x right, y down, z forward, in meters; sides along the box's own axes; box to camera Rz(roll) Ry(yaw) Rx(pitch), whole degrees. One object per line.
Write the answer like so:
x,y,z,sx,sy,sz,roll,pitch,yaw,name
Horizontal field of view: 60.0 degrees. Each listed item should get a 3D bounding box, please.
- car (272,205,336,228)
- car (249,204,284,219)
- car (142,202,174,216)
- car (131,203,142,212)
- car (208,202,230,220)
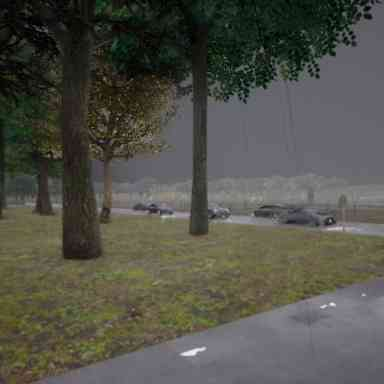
8.498,1.865,24.831,1.994,1.385,4.181,-1,0,-35,car
7.450,1.864,31.370,1.837,1.490,4.892,-1,0,-34,car
-4.215,2.208,42.969,1.837,1.490,4.892,-1,0,-35,car
-7.898,2.381,53.260,2.033,1.411,5.357,-1,0,-35,car
1.834,1.866,34.327,2.097,1.767,4.553,-1,0,-35,car
